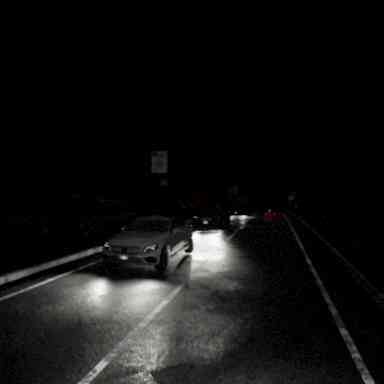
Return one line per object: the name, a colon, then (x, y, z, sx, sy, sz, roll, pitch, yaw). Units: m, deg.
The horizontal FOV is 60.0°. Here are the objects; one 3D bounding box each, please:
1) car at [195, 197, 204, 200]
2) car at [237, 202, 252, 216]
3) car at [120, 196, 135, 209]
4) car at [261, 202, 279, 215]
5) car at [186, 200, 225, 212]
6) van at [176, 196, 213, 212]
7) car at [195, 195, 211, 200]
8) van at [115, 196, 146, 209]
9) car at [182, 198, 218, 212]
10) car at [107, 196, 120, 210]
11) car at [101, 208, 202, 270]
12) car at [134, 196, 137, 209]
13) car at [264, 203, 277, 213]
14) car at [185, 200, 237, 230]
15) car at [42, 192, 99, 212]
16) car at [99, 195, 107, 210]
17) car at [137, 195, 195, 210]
car: (-1.682, 1.544, 34.762, 5.008, 1.535, 2.097, 1, -1, 13)
car: (5.163, 1.833, 36.840, 2.033, 1.411, 5.357, 1, -1, 14)
car: (-11.383, 1.663, 47.668, 5.366, 1.575, 1.946, 1, -2, 14)
car: (9.297, 1.950, 39.727, 1.837, 1.490, 4.892, 1, -2, 14)
car: (2.028, 2.042, 49.354, 5.366, 1.575, 1.946, 1, -2, 14)
van: (0.340, 1.593, 43.648, 4.442, 1.987, 1.878, 1, -2, 14)
car: (-1.026, 1.370, 37.611, 5.566, 2.045, 2.435, 1, -2, 14)
van: (-9.800, 1.654, 52.902, 4.442, 1.987, 1.878, 1, -2, 14)
car: (1.135, 1.801, 46.575, 4.553, 1.767, 2.185, 1, -2, 14)
car: (-12.516, 1.228, 42.071, 5.566, 2.045, 2.435, 1, -1, 13)
car: (-1.220, 1.499, 11.203, 1.812, 1.442, 4.674, 1, 0, 15)
car: (-10.756, 1.762, 50.252, 5.366, 1.575, 1.946, 1, -2, 14)
car: (11.809, 2.394, 49.859, 1.895, 1.301, 4.718, 1, -1, 14)
car: (1.365, 1.512, 21.582, 2.128, 1.511, 4.902, 1, 0, 14)
car: (-13.778, 1.080, 36.759, 5.566, 2.045, 2.435, 1, -1, 13)
car: (-13.188, 1.402, 39.354, 4.892, 1.521, 2.231, 1, -1, 13)
car: (-2.407, 1.338, 31.819, 4.553, 1.767, 2.185, 1, -1, 13)
